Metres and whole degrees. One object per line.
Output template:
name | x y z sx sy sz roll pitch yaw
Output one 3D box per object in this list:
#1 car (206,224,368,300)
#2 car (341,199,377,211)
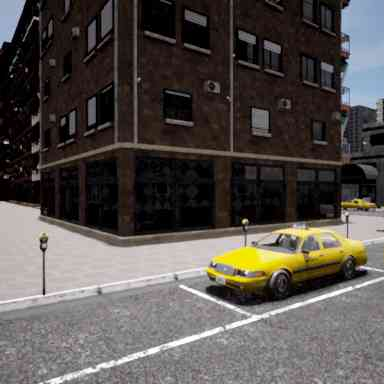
car | 2.562 1.524 8.395 4.829 1.417 1.752 0 0 -36
car | 19.235 1.460 39.617 1.752 1.417 4.829 0 0 -35
